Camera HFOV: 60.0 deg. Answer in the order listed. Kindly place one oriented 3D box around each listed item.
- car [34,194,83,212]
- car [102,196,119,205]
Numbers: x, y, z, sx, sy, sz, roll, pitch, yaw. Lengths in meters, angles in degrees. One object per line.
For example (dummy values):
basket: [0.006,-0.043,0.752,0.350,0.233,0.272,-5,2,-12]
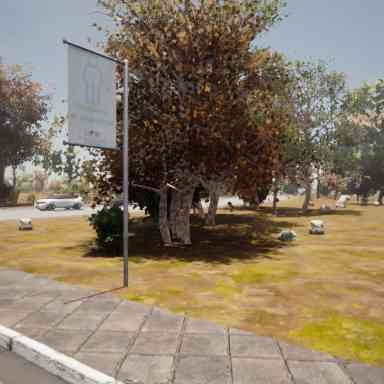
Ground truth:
car: [-15.764,1.211,39.705,2.150,2.045,5.566,0,0,38]
car: [-11.559,1.456,50.795,1.837,1.490,4.892,0,1,37]
